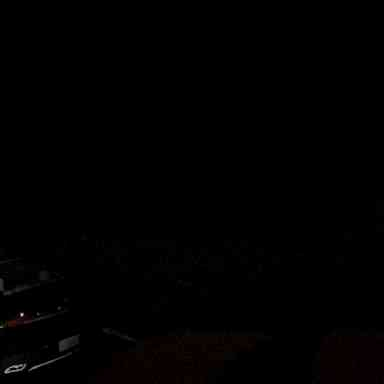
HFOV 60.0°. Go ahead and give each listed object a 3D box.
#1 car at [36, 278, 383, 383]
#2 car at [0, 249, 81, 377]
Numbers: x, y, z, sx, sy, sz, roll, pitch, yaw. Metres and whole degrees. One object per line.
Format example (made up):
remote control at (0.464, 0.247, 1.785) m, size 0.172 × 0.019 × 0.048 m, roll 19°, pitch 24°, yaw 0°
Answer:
car at (1.190, 1.527, 2.111) m, size 4.829 × 1.417 × 1.752 m, roll -1°, pitch 0°, yaw 35°
car at (-3.260, 1.605, 5.285) m, size 4.403 × 1.369 × 2.008 m, roll -1°, pitch 0°, yaw 35°
